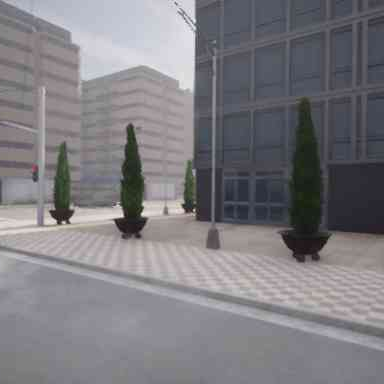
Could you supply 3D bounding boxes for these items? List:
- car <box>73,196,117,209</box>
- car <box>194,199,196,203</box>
[{"bbox_3d":[-11.479,1.244,39.689,2.033,1.411,5.357,1,0,35],"label":"car"},{"bbox_3d":[1.781,1.221,58.377,1.812,1.442,4.674,1,0,36],"label":"car"}]
